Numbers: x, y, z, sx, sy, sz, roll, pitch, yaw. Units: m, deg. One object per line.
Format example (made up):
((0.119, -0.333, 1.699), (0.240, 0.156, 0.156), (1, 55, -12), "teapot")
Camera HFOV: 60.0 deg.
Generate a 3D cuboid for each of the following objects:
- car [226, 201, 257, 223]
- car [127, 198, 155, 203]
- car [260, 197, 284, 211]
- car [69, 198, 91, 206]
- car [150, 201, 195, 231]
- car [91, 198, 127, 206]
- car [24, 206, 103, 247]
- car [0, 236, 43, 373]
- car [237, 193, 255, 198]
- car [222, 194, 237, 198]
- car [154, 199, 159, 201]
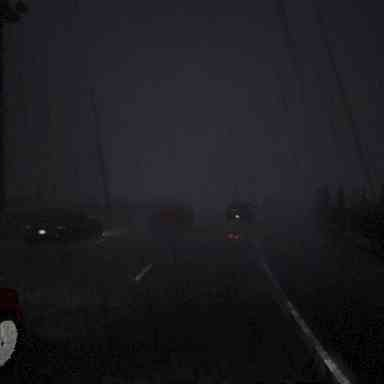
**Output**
((3.893, 1.502, 26.015), (1.837, 1.490, 4.892), (0, 0, 16), "car")
((-5.553, 1.472, 41.318), (1.882, 1.535, 5.008), (0, 0, 24), "car")
((9.772, 1.349, 40.565), (2.097, 1.767, 4.553), (0, 0, 27), "car")
((-13.162, 1.485, 41.239), (2.128, 1.511, 4.902), (0, 0, 22), "car")
((-1.094, 1.476, 20.773), (1.882, 1.535, 5.008), (0, 0, 12), "car")
((-9.642, 1.499, 40.648), (1.837, 1.490, 4.892), (0, 0, 23), "car")
((-5.683, 1.562, 15.236), (1.994, 1.385, 4.181), (0, 0, 8), "car")
((-3.311, 1.477, 2.573), (1.882, 1.535, 5.008), (0, 0, 2), "car")
((12.802, 1.108, 74.656), (1.837, 1.490, 4.892), (0, 0, 45), "car")
((8.796, 1.263, 75.544), (1.882, 1.535, 5.008), (0, 0, 43), "car")
((-1.422, 1.544, 32.455), (2.033, 1.411, 5.357), (0, 0, 20), "car")
